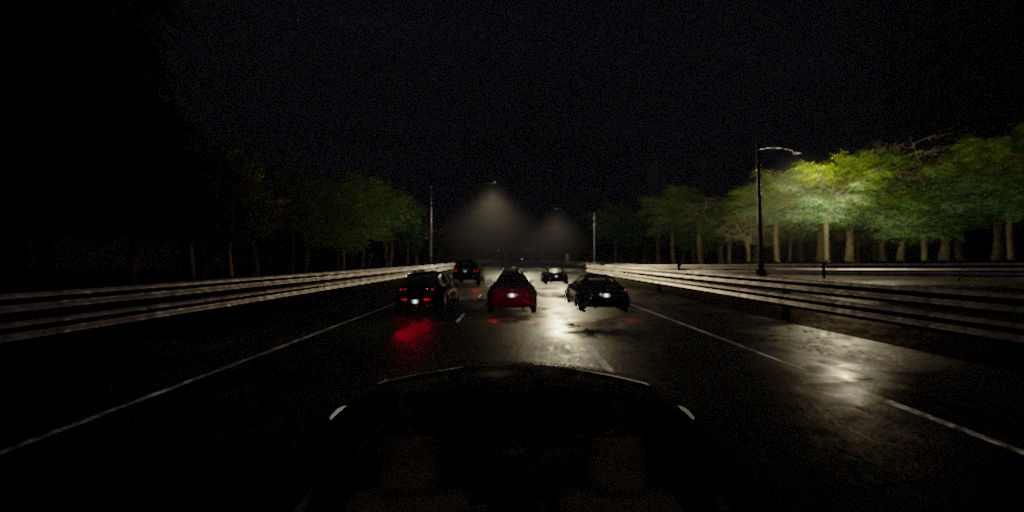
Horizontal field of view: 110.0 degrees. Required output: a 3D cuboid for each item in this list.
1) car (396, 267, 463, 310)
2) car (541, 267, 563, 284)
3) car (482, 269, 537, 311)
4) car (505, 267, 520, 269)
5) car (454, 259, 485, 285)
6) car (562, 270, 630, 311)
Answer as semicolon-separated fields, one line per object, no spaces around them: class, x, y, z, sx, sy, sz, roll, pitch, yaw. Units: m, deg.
car;-3.477;1.394;15.364;1.837;1.490;4.892;0;0;0
car;3.527;1.592;30.381;1.994;1.385;4.181;0;0;0
car;0.020;1.450;15.318;1.994;1.385;4.181;0;0;1
car;0.026;1.592;30.365;1.994;1.385;4.181;0;0;0
car;-3.485;1.245;29.442;2.150;2.045;5.566;0;0;0
car;3.525;1.450;15.326;1.994;1.385;4.181;0;0;0
